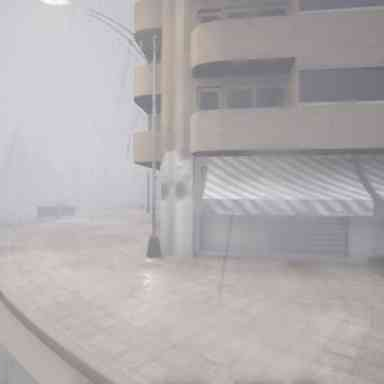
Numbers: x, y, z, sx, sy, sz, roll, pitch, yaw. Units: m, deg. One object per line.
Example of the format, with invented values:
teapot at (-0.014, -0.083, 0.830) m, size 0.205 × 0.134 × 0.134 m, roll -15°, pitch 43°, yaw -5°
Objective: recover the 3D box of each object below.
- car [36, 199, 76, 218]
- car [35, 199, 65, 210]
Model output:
car at (-12.871, 1.661, 31.899) m, size 1.882 × 1.535 × 5.008 m, roll 0°, pitch -1°, yaw 6°
car at (-21.198, 1.821, 49.808) m, size 1.837 × 1.490 × 4.892 m, roll 0°, pitch 0°, yaw 8°
